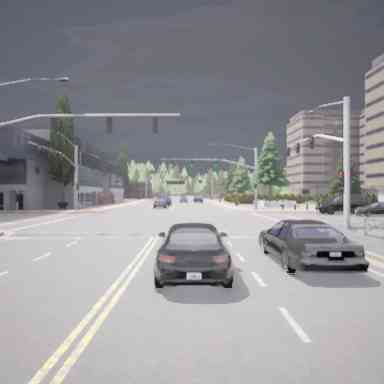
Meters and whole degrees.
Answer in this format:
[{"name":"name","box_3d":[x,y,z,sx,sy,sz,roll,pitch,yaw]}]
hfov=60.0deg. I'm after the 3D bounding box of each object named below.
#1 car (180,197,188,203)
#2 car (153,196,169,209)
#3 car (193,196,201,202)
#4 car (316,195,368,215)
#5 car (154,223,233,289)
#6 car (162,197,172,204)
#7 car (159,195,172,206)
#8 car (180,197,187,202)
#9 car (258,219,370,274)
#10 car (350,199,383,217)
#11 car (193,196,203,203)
[{"name":"car","box_3d":[-1.949,1.869,78.139,2.033,1.411,5.357,0,0,-1]},{"name":"car","box_3d":[-4.798,1.737,50.222,1.812,1.442,4.674,0,0,-2]},{"name":"car","box_3d":[1.276,1.873,88.626,1.837,1.490,4.892,0,0,-1]},{"name":"car","box_3d":[16.273,1.373,35.788,5.566,2.045,2.150,0,0,-2]},{"name":"car","box_3d":[0.029,1.564,9.135,1.812,1.442,4.674,0,0,0]},{"name":"car","box_3d":[-5.240,1.794,70.008,1.837,1.490,4.892,0,0,-1]},{"name":"car","box_3d":[-5.038,1.472,59.650,2.150,2.045,5.566,0,0,-1]},{"name":"car","box_3d":[-2.222,1.924,88.470,1.994,1.385,4.181,0,0,-1]},{"name":"car","box_3d":[3.521,1.593,10.700,2.033,1.411,5.357,0,0,0]},{"name":"car","box_3d":[18.210,1.662,32.320,4.674,1.442,1.812,0,0,-2]},{"name":"car","box_3d":[1.541,1.808,78.488,1.882,1.535,5.008,0,0,-1]}]
